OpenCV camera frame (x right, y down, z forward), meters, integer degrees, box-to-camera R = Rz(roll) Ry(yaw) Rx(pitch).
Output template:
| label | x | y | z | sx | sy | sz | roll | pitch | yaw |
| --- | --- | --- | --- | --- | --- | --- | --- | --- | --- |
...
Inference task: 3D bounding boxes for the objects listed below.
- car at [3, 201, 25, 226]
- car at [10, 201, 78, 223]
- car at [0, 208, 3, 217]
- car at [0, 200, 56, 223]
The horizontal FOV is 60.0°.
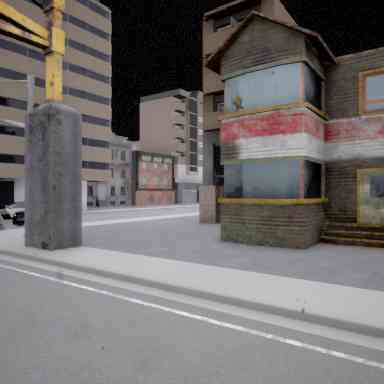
| label | x | y | z | sx | sy | sz | roll | pitch | yaw |
| --- | --- | --- | --- | --- | --- | --- | --- | --- | --- |
| car | -10.085 | 1.453 | 22.997 | 2.038 | 1.542 | 4.974 | 0 | 0 | 15 |
| car | -10.071 | 1.295 | 23.047 | 1.853 | 1.218 | 4.536 | 0 | 0 | 15 |
| car | -13.242 | 1.295 | 25.697 | 4.536 | 1.218 | 1.853 | 0 | 0 | -30 |
| car | -13.287 | 1.453 | 25.671 | 4.974 | 1.542 | 2.038 | 0 | 0 | -30 |
